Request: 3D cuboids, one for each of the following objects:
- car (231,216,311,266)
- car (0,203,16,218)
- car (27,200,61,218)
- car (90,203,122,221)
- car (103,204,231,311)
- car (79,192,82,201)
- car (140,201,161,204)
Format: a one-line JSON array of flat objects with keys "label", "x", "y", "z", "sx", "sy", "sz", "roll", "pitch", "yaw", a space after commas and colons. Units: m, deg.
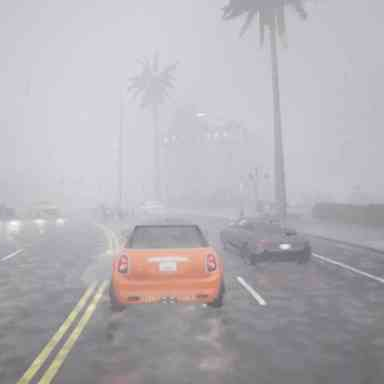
[{"label": "car", "x": 2.326, "y": 1.533, "z": 11.539, "sx": 1.994, "sy": 1.385, "sz": 4.181, "roll": 0, "pitch": 0, "yaw": -10}, {"label": "car", "x": -16.661, "y": 1.570, "z": 28.569, "sx": 1.895, "sy": 1.301, "sz": 4.718, "roll": 0, "pitch": 0, "yaw": -41}, {"label": "car", "x": -13.400, "y": 1.437, "z": 30.040, "sx": 1.882, "sy": 1.535, "sz": 5.008, "roll": 0, "pitch": 0, "yaw": -39}, {"label": "car", "x": -6.876, "y": 1.554, "z": 27.036, "sx": 1.895, "sy": 1.301, "sz": 4.718, "roll": 0, "pitch": 0, "yaw": -31}, {"label": "car", "x": -0.629, "y": 1.335, "z": 7.989, "sx": 2.097, "sy": 1.767, "sz": 4.553, "roll": 0, "pitch": 0, "yaw": -6}, {"label": "car", "x": -23.716, "y": 1.284, "z": 75.653, "sx": 4.193, "sy": 1.474, "sz": 1.816, "roll": 0, "pitch": 0, "yaw": 25}, {"label": "car", "x": -3.621, "y": 1.470, "z": 28.171, "sx": 1.812, "sy": 1.442, "sz": 4.674, "roll": 0, "pitch": 0, "yaw": -30}]
